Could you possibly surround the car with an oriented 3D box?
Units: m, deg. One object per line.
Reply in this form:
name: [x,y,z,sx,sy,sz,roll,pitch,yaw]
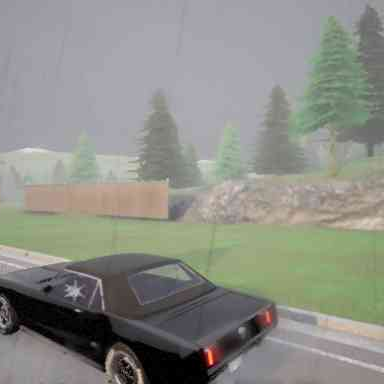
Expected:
car: [-1.259,1.638,5.095,4.718,1.301,1.895,0,0,37]
